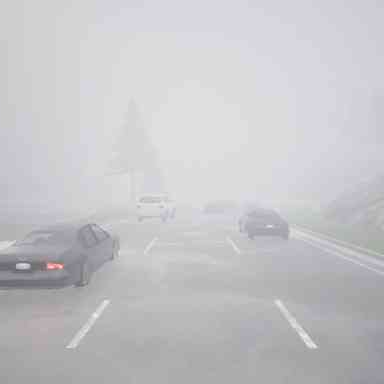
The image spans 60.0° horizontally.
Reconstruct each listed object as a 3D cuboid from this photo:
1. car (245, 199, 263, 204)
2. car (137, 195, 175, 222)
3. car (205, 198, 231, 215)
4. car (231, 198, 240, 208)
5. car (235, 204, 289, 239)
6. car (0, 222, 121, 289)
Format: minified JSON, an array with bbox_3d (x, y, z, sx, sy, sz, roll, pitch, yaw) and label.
[{"bbox_3d":[6.872,1.526,36.916,1.812,1.442,4.674,0,0,16],"label":"car"},{"bbox_3d":[-2.765,1.224,26.574,2.150,2.045,5.566,0,0,7],"label":"car"},{"bbox_3d":[2.533,1.526,34.182,1.812,1.442,4.674,0,0,15],"label":"car"},{"bbox_3d":[5.291,1.526,44.143,1.812,1.442,4.674,0,0,16],"label":"car"},{"bbox_3d":[3.654,1.564,17.481,1.994,1.385,4.181,0,0,1],"label":"car"},{"bbox_3d":[-3.399,1.547,9.226,2.033,1.411,5.357,0,0,0],"label":"car"}]
